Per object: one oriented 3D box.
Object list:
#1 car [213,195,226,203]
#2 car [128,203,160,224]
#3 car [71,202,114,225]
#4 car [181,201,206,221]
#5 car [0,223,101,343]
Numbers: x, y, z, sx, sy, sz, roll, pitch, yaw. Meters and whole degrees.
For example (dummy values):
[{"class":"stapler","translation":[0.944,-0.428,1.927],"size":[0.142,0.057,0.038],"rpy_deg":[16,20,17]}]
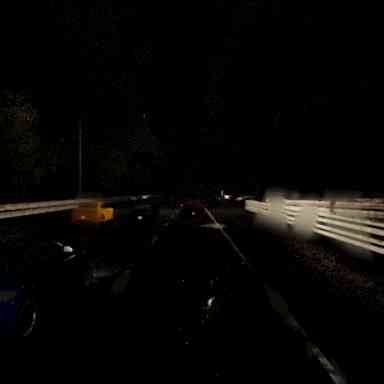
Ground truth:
[{"class":"car","translation":[5.472,1.430,65.596],"size":[2.128,1.511,4.902],"rpy_deg":[0,0,-7]},{"class":"car","translation":[-3.400,1.494,24.056],"size":[1.812,1.442,4.674],"rpy_deg":[0,0,0]},{"class":"car","translation":[-6.900,1.447,23.558],"size":[1.882,1.535,5.008],"rpy_deg":[0,0,0]},{"class":"car","translation":[0.103,1.439,27.162],"size":[1.882,1.535,5.008],"rpy_deg":[0,0,0]},{"class":"car","translation":[-3.401,1.559,6.429],"size":[1.994,1.385,4.181],"rpy_deg":[0,0,0]}]
